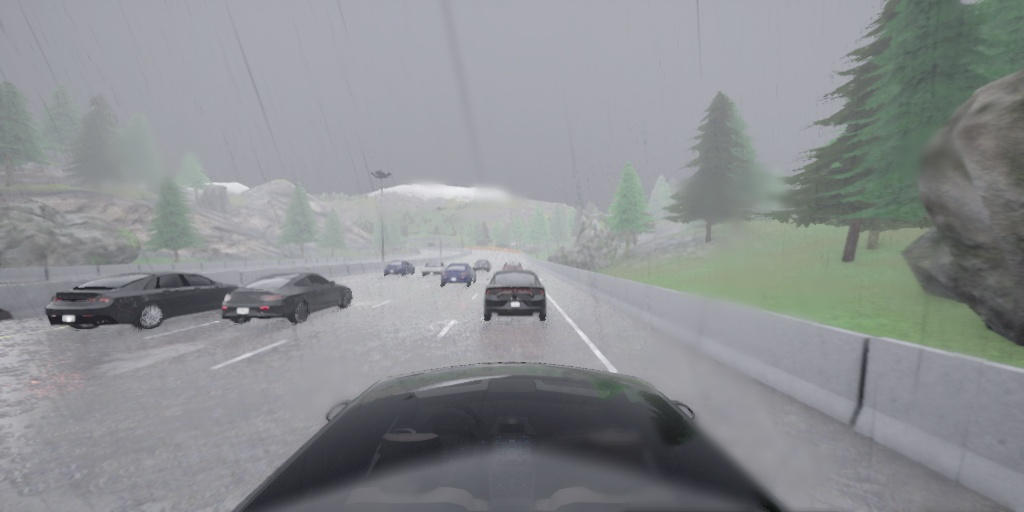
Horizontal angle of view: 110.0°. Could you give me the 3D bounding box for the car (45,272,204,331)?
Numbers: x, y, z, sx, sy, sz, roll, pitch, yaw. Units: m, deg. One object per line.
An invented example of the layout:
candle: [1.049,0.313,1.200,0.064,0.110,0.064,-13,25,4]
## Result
car: [-10.405,1.211,10.837,1.837,1.490,4.892,0,0,0]

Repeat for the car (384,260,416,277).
car: [-10.404,1.127,33.344,1.812,1.442,4.674,0,0,0]

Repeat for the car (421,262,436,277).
car: [-6.917,1.204,33.074,1.895,1.301,4.718,0,0,0]

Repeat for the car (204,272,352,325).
car: [-6.905,1.229,11.503,1.812,1.442,4.674,0,0,0]

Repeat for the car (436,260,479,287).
car: [-3.412,1.174,23.274,1.812,1.442,4.674,0,0,0]

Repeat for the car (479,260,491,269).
car: [-3.421,1.110,41.798,2.033,1.411,5.357,0,0,0]

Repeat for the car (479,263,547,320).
car: [0.094,1.177,12.387,1.882,1.535,5.008,0,0,0]
